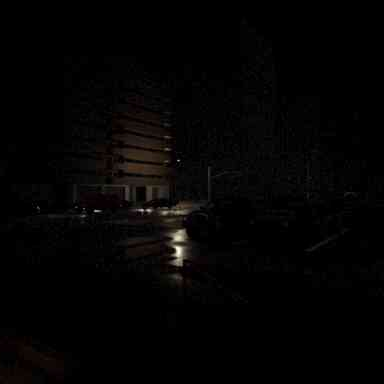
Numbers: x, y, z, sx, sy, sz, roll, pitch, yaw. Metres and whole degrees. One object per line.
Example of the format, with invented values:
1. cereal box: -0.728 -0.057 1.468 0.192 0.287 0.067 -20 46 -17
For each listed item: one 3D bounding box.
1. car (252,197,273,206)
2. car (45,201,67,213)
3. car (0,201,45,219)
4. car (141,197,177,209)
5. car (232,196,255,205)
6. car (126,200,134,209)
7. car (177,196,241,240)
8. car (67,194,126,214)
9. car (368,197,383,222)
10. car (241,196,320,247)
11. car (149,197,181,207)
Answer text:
1. car: 12.101 1.526 56.746 1.812 1.442 4.674 0 0 34
2. car: -15.317 1.601 35.090 1.895 1.301 4.718 0 0 34
3. car: -15.400 1.564 28.687 1.994 1.385 4.181 0 0 34
4. car: -4.487 1.547 44.925 2.033 1.411 5.357 0 0 34
5. car: 9.168 1.491 58.649 2.128 1.511 4.902 0 0 34
6. car: -9.942 1.547 43.095 2.033 1.411 5.357 0 0 34
7. car: 1.553 1.153 15.995 1.932 1.855 4.605 0 0 34
8. car: -10.295 1.221 36.288 2.150 2.045 5.566 0 0 34
9. car: 15.945 1.395 27.283 1.970 1.475 3.806 0 0 34
10. car: 3.920 1.156 14.329 1.905 1.878 3.866 0 0 34
11. car: -4.110 1.547 51.711 2.033 1.411 5.357 0 0 35
